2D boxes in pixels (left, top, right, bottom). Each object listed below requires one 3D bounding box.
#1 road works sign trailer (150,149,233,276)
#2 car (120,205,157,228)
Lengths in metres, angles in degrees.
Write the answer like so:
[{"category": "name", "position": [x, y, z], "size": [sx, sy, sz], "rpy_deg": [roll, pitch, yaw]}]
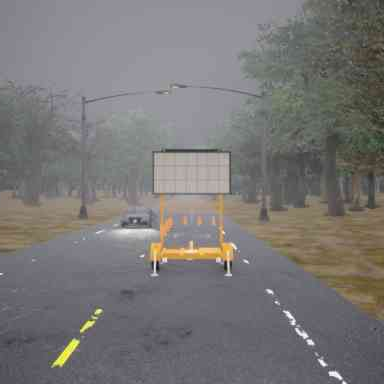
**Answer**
[{"category": "road works sign trailer", "position": [-0.010, 0.476, 10.359], "size": [2.380, 3.560, 2.880], "rpy_deg": [0, 0, 0]}, {"category": "car", "position": [-3.488, 1.593, 22.343], "size": [1.994, 1.385, 4.181], "rpy_deg": [0, 0, 0]}]
